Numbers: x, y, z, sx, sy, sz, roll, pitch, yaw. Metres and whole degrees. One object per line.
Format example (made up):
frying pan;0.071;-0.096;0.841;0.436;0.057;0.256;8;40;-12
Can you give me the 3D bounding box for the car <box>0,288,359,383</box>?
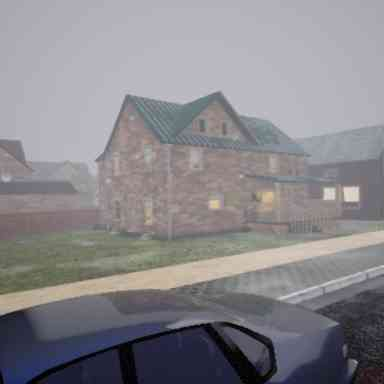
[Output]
car;-0.874;1.601;2.417;5.357;1.411;2.033;-1;-1;-37
